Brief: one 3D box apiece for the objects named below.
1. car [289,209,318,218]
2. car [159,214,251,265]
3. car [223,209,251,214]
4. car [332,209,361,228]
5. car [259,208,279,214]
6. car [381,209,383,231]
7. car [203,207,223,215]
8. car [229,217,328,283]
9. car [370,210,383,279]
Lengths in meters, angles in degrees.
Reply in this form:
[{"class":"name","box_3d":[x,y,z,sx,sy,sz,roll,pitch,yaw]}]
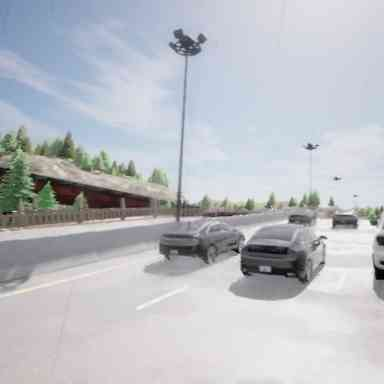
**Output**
[{"class":"car","box_3d":[9.986,2.285,29.811,1.837,1.490,4.892,-1,-2,30]},{"class":"car","box_3d":[0.610,1.880,13.433,2.128,1.511,4.902,-1,-2,30]},{"class":"car","box_3d":[6.349,2.926,44.828,1.895,1.301,4.718,-1,-3,30]},{"class":"car","box_3d":[13.092,2.198,28.195,2.128,1.511,4.902,-1,-2,30]},{"class":"car","box_3d":[10.448,2.847,44.910,2.128,1.511,4.902,-1,-4,30]},{"class":"car","box_3d":[16.077,2.134,26.366,1.837,1.490,4.892,-1,-2,30]},{"class":"car","box_3d":[3.271,2.875,46.503,1.882,1.535,5.008,-1,-4,30]},{"class":"car","box_3d":[3.106,1.796,10.749,1.837,1.490,4.892,-1,-2,30]},{"class":"car","box_3d":[6.932,1.470,10.403,2.150,2.045,5.566,-1,-2,30]}]
